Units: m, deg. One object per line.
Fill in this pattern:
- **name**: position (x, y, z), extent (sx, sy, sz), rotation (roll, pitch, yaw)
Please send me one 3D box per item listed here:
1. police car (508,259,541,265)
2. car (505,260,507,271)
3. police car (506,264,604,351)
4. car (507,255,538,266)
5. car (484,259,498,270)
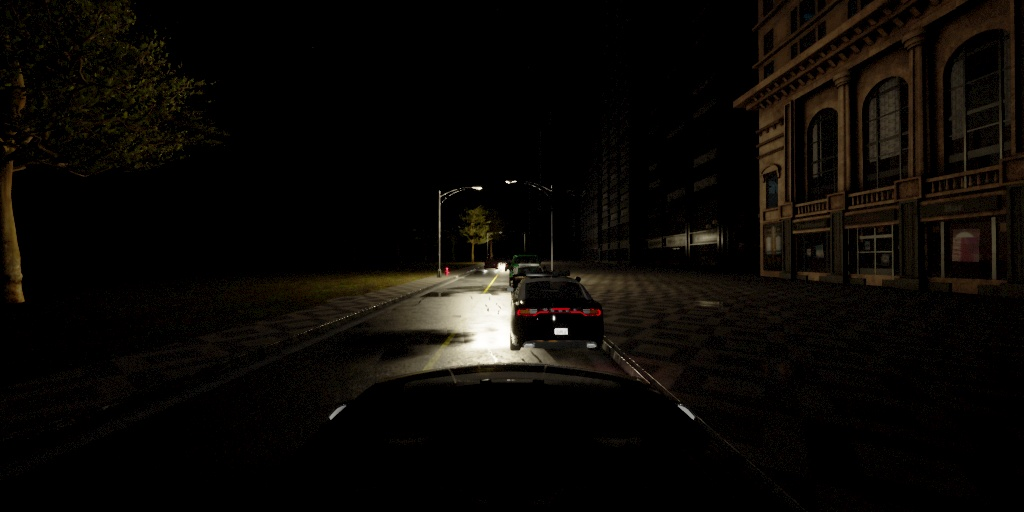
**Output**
- **police car**: position (0.897, 1.170, 19.150), extent (1.930, 1.638, 5.238), rotation (0, 0, 0)
- **car**: position (0.015, 1.253, 46.600), extent (2.033, 1.411, 5.357), rotation (0, 0, 1)
- **police car**: position (0.899, 1.175, 9.149), extent (1.930, 1.638, 5.238), rotation (0, 0, 0)
- **car**: position (0.894, 0.963, 25.070), extent (2.150, 2.045, 5.566), rotation (0, 0, 0)
- **car**: position (-3.009, 1.173, 51.957), extent (1.882, 1.535, 5.008), rotation (0, 0, 0)
